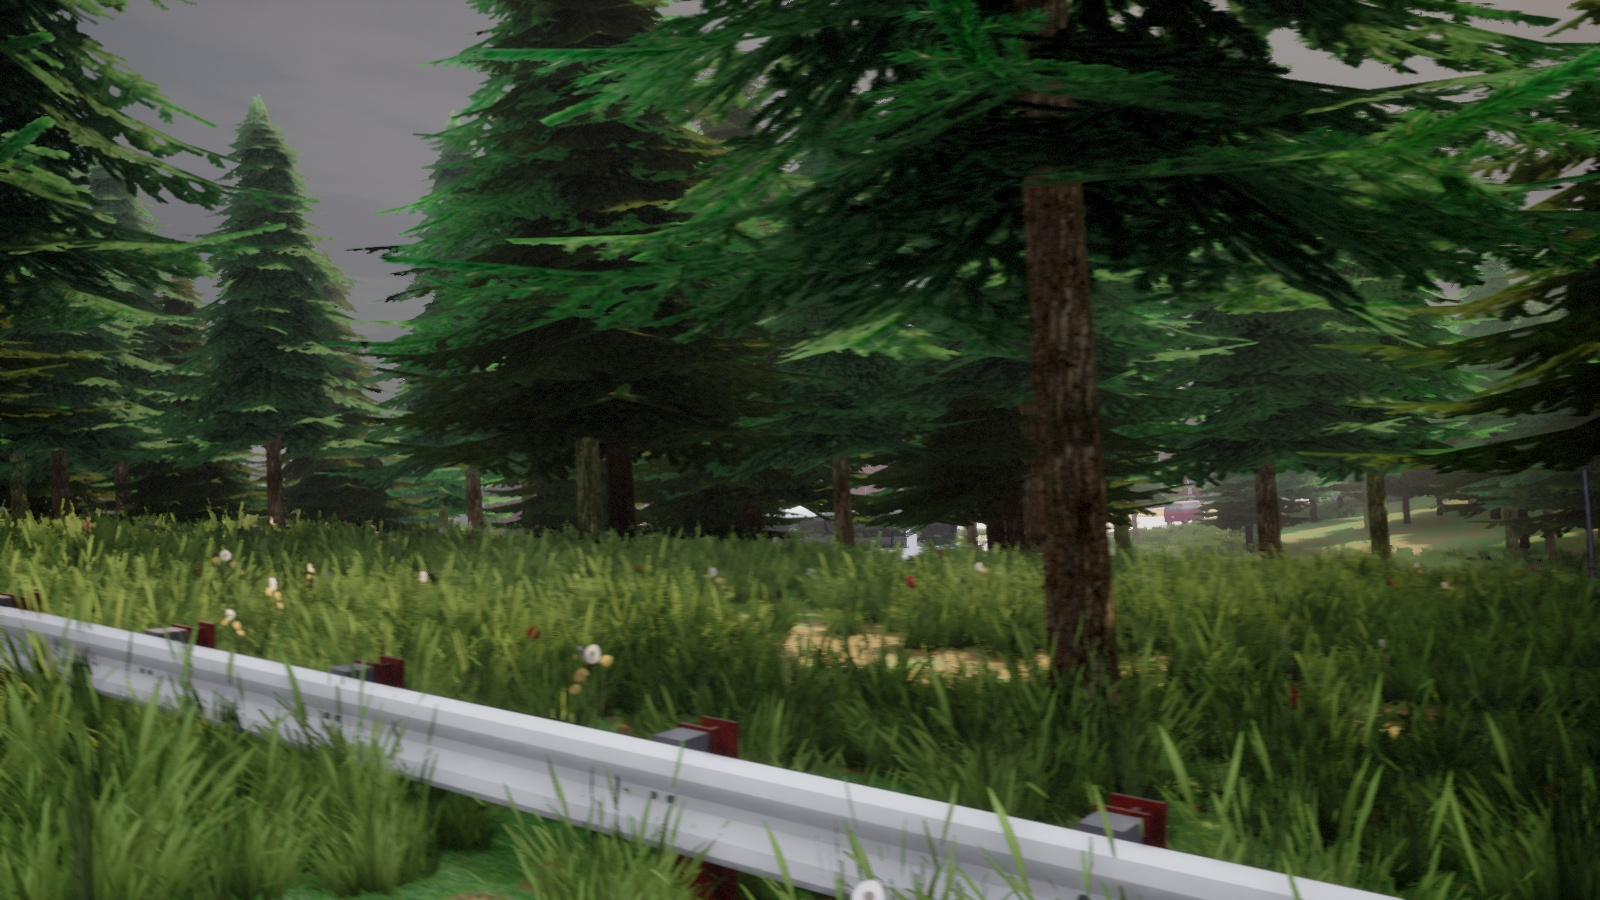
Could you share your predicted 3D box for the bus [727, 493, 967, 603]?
[{"bbox_3d":[1.870,4.386,55.509,10.273,4.253,3.944,-6,-3,43],"label":"bus"}]
